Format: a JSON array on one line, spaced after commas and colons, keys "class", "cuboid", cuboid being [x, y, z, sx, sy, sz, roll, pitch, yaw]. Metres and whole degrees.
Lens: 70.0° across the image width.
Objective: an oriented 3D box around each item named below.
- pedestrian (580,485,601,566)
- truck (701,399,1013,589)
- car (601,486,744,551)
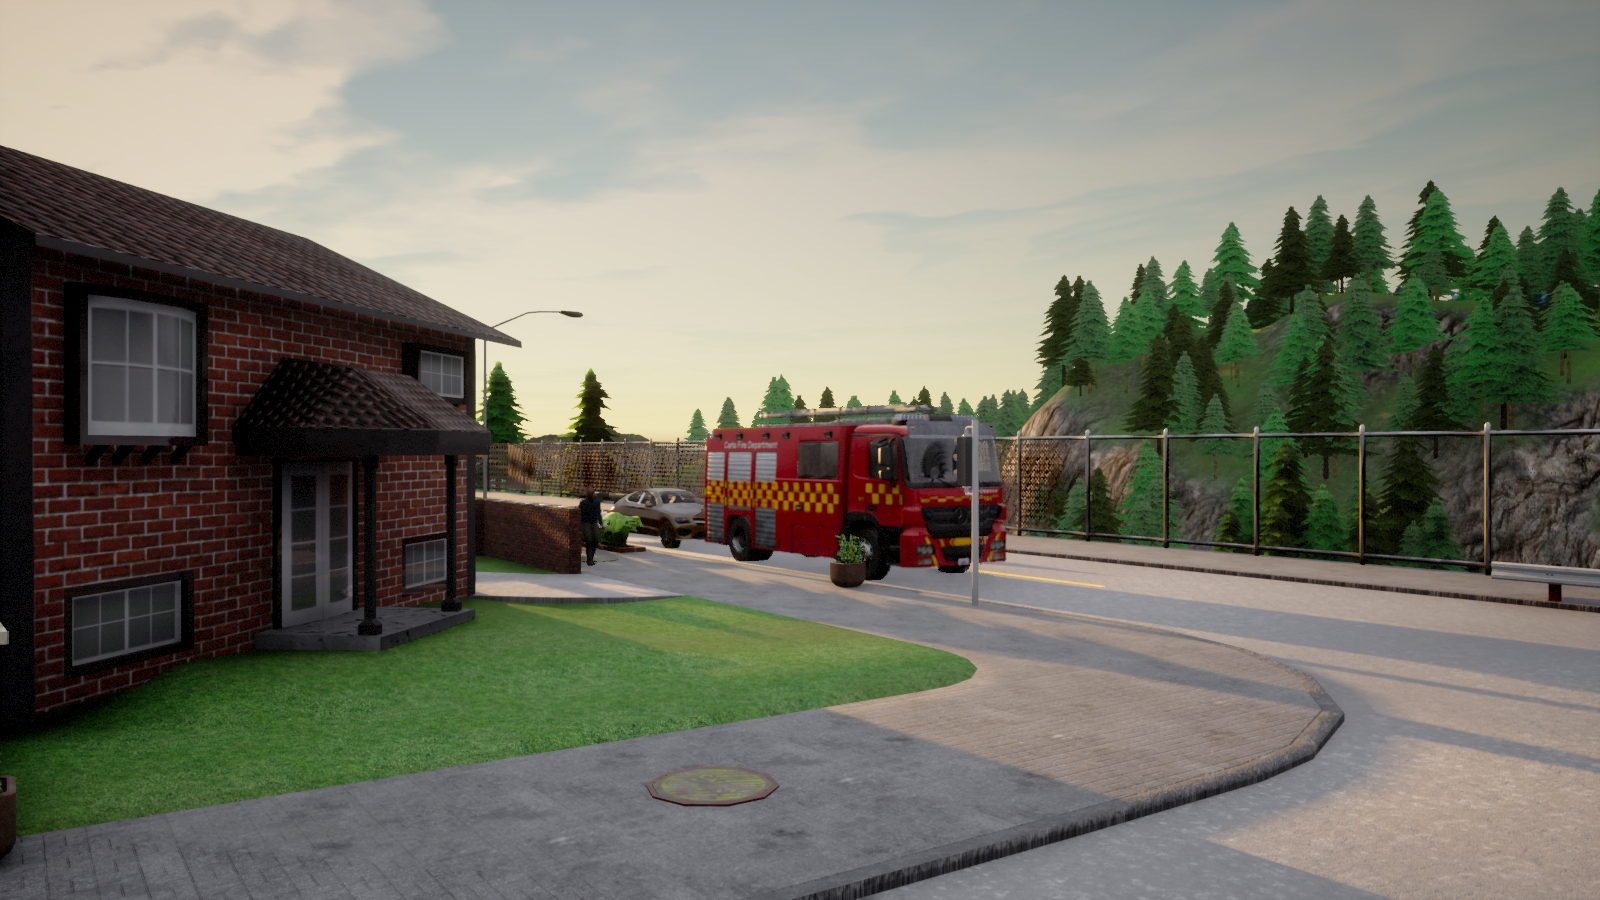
[{"class": "pedestrian", "cuboid": [-4.878, 1.745, 26.545, 0.375, 1.860, 0.375, 0, 0, -30]}, {"class": "truck", "cuboid": [1.002, 0.891, 27.395, 2.891, 3.827, 8.468, 0, 0, -35]}, {"class": "car", "cuboid": [-3.941, 1.992, 34.468, 2.152, 1.651, 5.027, 0, 0, -35]}]
